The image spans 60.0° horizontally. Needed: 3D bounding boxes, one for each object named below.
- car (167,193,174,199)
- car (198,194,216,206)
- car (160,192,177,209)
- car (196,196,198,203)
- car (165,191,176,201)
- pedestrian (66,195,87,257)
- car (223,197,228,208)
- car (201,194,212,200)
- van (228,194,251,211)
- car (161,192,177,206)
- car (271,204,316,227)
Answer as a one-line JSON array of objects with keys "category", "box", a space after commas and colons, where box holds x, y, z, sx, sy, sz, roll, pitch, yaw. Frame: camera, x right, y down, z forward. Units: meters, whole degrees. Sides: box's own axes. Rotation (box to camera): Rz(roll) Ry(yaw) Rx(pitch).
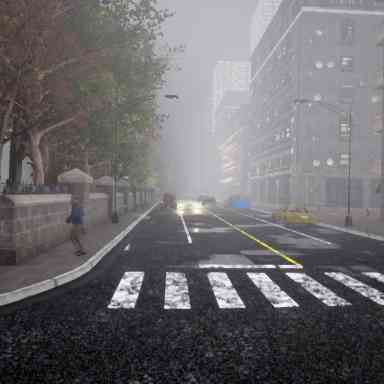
[{"category": "car", "box": [-5.651, 0.999, 88.045, 1.947, 1.339, 4.313, 1, 0, -3]}, {"category": "car", "box": [2.473, 1.238, 49.064, 2.128, 1.511, 4.902, 1, 0, -3]}, {"category": "car", "box": [-2.679, 1.139, 38.286, 1.967, 1.590, 4.097, 1, 0, -3]}, {"category": "car", "box": [1.862, 1.217, 59.248, 1.812, 1.442, 4.674, 1, 0, -3]}, {"category": "car", "box": [-4.655, 0.833, 71.458, 2.192, 1.841, 5.009, 1, 0, -3]}, {"category": "pedestrian", "box": [-3.405, 0.959, 9.837, 0.375, 1.860, 0.375, 1, 0, -3]}, {"category": "car", "box": [5.355, 1.261, 44.317, 1.967, 1.590, 4.097, 1, 0, -3]}, {"category": "car", "box": [3.373, 1.193, 77.490, 2.008, 1.369, 4.403, 1, 0, -3]}, {"category": "van", "box": [5.687, 1.192, 38.788, 1.690, 1.788, 3.998, 1, 0, -3]}, {"category": "car", "box": [-3.336, 0.953, 49.343, 2.192, 1.841, 5.009, 1, 0, -3]}, {"category": "car", "box": [6.662, 1.470, 22.371, 1.752, 1.417, 4.829, 1, 0, -3]}]
